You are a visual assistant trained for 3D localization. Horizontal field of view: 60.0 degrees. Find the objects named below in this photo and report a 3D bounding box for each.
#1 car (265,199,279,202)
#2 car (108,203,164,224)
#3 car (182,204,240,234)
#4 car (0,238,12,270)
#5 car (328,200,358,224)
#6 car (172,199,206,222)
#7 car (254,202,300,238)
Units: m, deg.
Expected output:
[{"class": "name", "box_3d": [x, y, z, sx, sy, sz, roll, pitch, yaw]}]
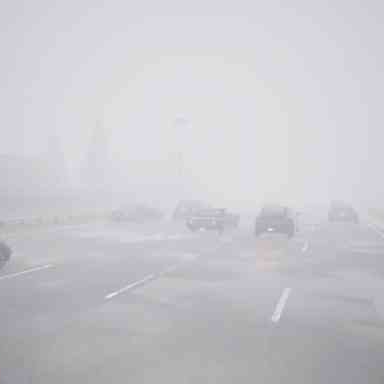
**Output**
[{"class": "car", "box_3d": [9.216, 1.526, 38.358, 1.812, 1.442, 4.674, 0, 0, 22]}, {"class": "car", "box_3d": [-3.988, 1.548, 24.590, 2.033, 1.411, 5.357, 0, 0, 23]}, {"class": "car", "box_3d": [1.396, 1.601, 19.278, 1.895, 1.301, 4.718, 0, 0, 22]}, {"class": "car", "box_3d": [-6.907, 1.526, 8.248, 1.812, 1.442, 4.674, 0, 0, 22]}, {"class": "car", "box_3d": [11.391, 1.564, 25.200, 1.994, 1.385, 4.181, 0, 0, 22]}, {"class": "car", "box_3d": [0.252, 1.352, 25.712, 2.097, 1.767, 4.553, 0, 0, 22]}, {"class": "car", "box_3d": [4.651, 1.505, 17.987, 1.837, 1.490, 4.892, 0, 0, 22]}]
